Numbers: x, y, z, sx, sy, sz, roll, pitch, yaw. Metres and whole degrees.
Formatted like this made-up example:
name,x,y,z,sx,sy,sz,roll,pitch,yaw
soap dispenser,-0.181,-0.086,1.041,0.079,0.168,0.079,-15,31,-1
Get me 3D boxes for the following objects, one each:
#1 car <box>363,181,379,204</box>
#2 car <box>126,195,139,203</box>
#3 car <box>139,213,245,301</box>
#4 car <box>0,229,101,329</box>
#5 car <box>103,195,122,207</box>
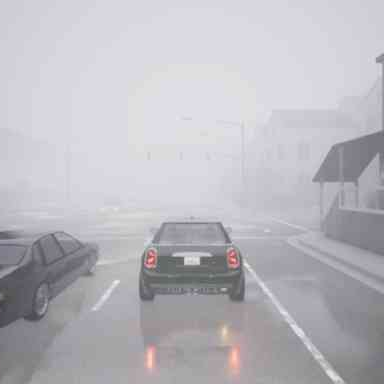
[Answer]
name,x,y,z,sx,sy,sz,roll,pitch,yaw
car,17.299,-0.582,28.356,5.566,2.045,2.150,-22,1,-2
car,-11.283,1.219,63.098,1.812,1.442,4.674,0,0,0
car,-0.014,1.311,8.404,2.097,1.767,4.553,0,0,0
car,-3.502,1.512,7.117,2.033,1.411,5.357,0,0,0
car,-11.145,1.248,47.047,1.882,1.535,5.008,0,0,0
